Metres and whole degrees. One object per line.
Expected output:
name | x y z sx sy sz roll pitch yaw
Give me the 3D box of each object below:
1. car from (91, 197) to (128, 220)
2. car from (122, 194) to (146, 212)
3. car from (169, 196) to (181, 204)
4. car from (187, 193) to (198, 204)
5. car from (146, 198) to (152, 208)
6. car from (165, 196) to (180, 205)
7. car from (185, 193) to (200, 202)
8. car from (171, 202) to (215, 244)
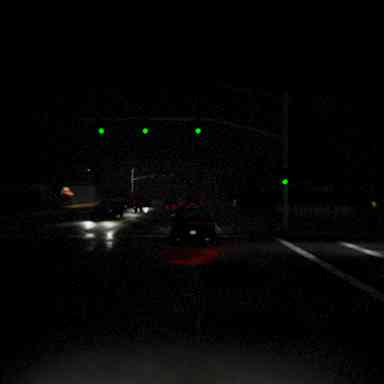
car | -7.153 1.466 28.519 1.882 1.535 5.008 0 0 0
car | -7.083 1.205 38.506 2.150 2.045 5.566 0 0 0
car | -3.364 1.514 66.482 2.033 1.411 5.357 0 0 0
car | 0.135 1.186 66.173 2.150 2.045 5.566 0 0 0
car | -6.981 1.542 48.579 1.994 1.385 4.181 0 0 0
car | -3.411 1.464 56.171 2.128 1.511 4.902 0 0 0
car | 0.086 1.193 55.436 2.150 2.045 5.566 0 0 0
car | 0.037 1.469 15.763 1.882 1.535 5.008 0 0 0
